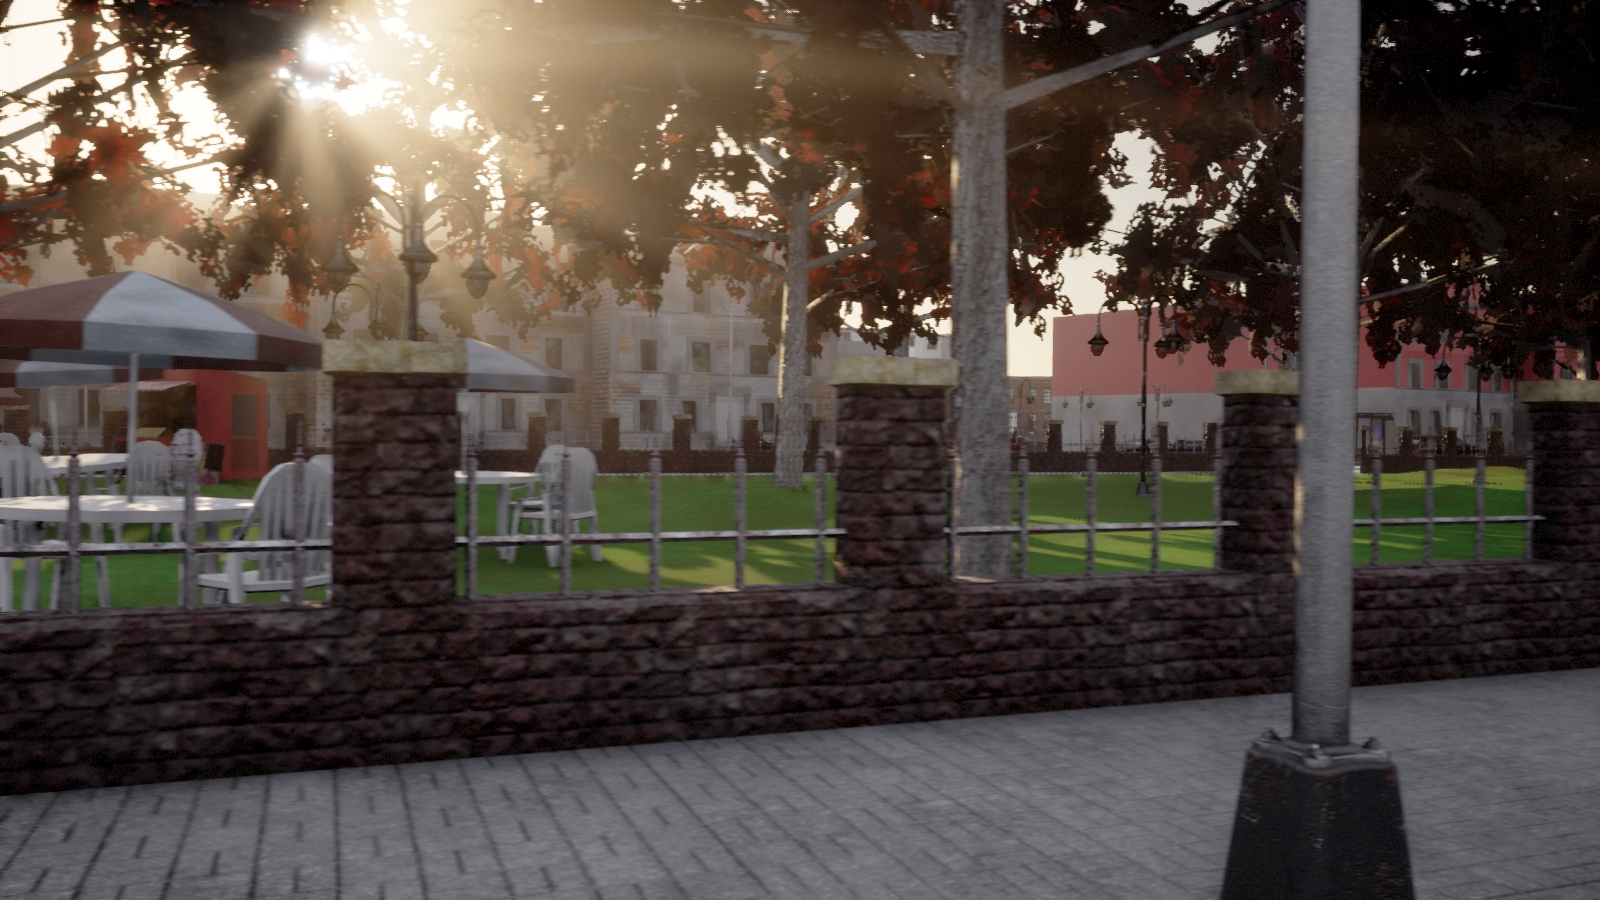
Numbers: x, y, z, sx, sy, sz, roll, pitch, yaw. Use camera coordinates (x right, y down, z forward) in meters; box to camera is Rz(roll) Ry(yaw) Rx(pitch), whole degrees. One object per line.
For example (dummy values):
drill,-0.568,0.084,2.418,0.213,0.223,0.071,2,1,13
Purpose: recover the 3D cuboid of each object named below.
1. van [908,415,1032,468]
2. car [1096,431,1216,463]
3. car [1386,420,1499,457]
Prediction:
van,6.840,-0.374,50.531,4.480,2.038,2.069,-1,1,-21
car,15.230,-0.140,53.728,4.718,1.301,1.895,-1,1,-21
car,30.436,-0.569,59.501,4.856,1.649,2.033,-1,1,-21
